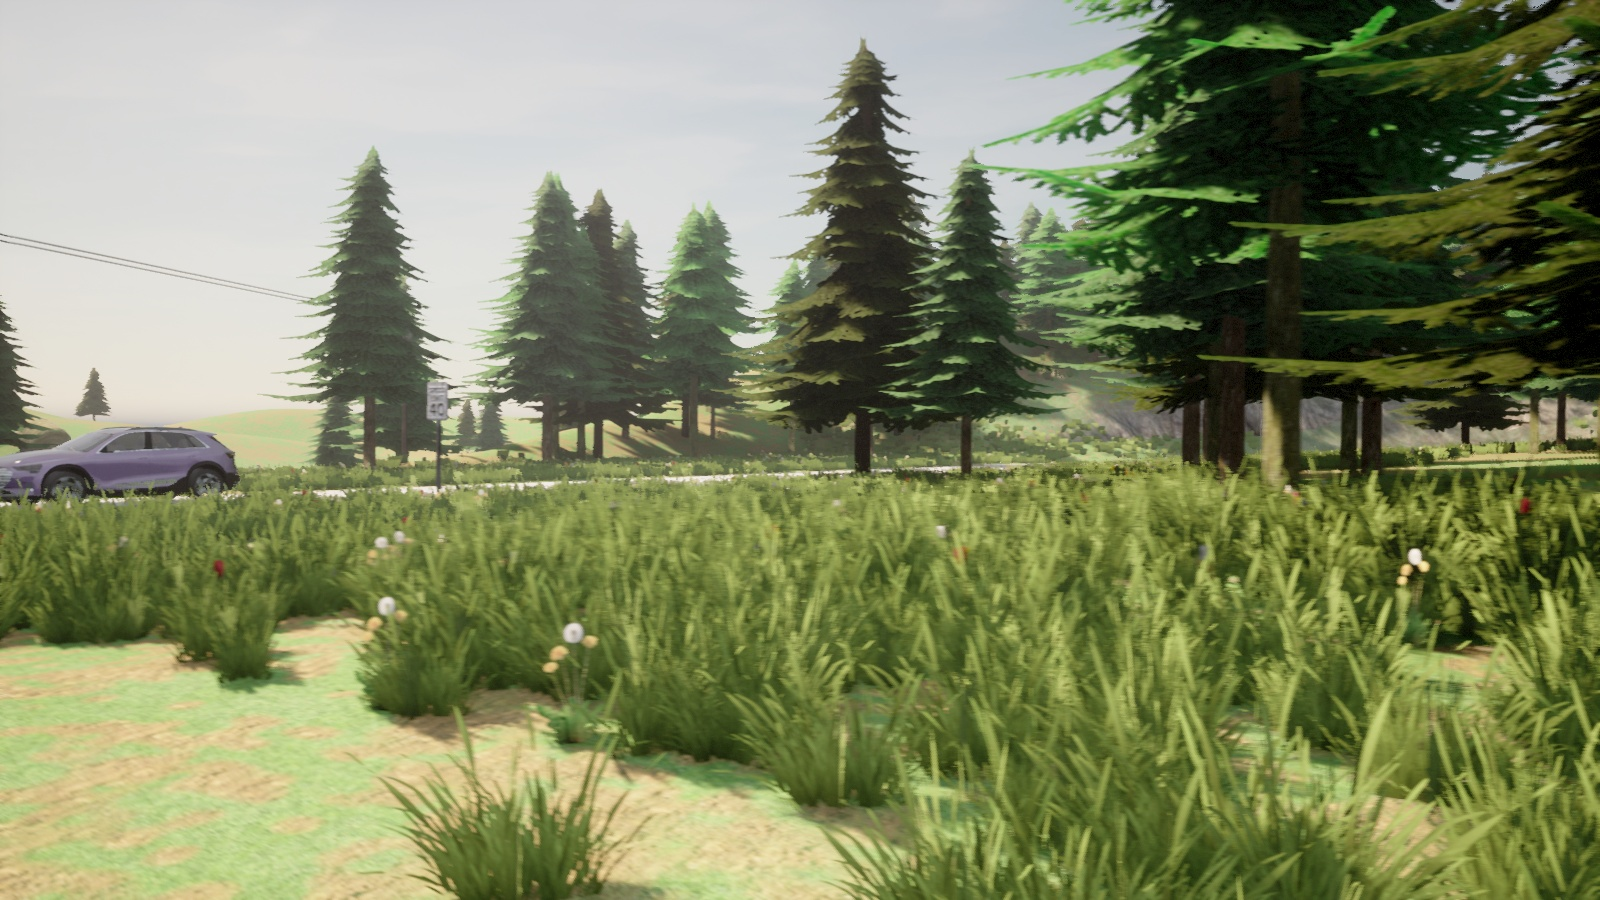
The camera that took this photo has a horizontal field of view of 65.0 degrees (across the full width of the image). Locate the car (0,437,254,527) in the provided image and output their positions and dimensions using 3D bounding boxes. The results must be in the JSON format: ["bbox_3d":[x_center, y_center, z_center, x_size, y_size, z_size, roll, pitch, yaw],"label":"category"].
[{"bbox_3d":[-14.182,0.573,26.125,2.033,1.649,4.856,0,1,33],"label":"car"}]
